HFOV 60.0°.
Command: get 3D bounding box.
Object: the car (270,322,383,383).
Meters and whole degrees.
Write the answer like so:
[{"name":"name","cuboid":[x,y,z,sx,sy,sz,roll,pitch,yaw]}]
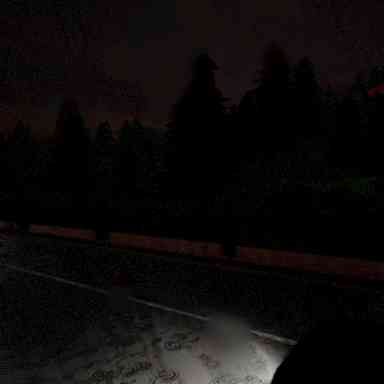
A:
[{"name":"car","cuboid":[3.112,1.555,1.770,5.357,1.411,2.033,0,0,35]}]
